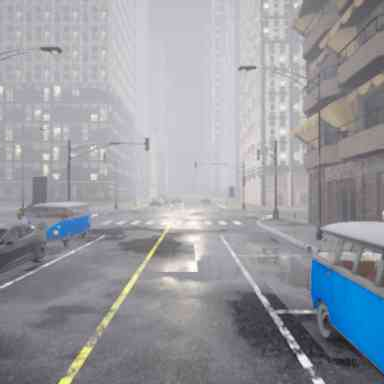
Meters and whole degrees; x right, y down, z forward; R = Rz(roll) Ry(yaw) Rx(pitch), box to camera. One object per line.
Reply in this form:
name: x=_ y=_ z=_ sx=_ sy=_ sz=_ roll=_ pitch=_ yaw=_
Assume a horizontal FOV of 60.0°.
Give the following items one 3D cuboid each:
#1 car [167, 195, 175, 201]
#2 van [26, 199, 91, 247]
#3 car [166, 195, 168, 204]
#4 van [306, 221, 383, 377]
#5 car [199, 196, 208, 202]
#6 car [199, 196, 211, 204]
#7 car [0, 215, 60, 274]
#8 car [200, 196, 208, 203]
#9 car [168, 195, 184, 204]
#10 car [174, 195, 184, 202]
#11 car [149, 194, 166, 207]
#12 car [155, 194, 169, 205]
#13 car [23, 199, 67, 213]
car: x=-5.681 y=1.636 z=91.994 sx=1.887 sy=1.381 sz=4.507 roll=1 pitch=0 yaw=0
van: x=-5.809 y=1.356 z=14.902 sx=1.690 sy=1.788 sz=3.998 roll=1 pitch=0 yaw=0
car: x=-5.680 y=1.640 z=58.543 sx=1.802 sy=1.307 sz=4.206 roll=1 pitch=0 yaw=0
van: x=2.708 y=1.345 z=3.875 sx=1.690 sy=1.788 sz=3.998 roll=1 pitch=0 yaw=0
car: x=2.700 y=1.647 z=80.914 sx=1.947 sy=1.339 sz=4.313 roll=1 pitch=0 yaw=0
car: x=2.700 y=1.646 z=64.181 sx=1.802 sy=1.307 sz=4.206 roll=1 pitch=0 yaw=0
car: x=-5.644 y=1.575 z=9.361 sx=1.947 sy=1.339 sz=4.313 roll=1 pitch=0 yaw=0
car: x=2.701 y=1.601 z=75.507 sx=1.752 sy=1.417 sz=4.829 roll=1 pitch=0 yaw=0
car: x=-3.028 y=1.540 z=63.589 sx=1.882 sy=1.535 sz=5.008 roll=0 pitch=0 yaw=1
car: x=-3.004 y=1.603 z=79.091 sx=2.128 sy=1.511 sz=4.902 roll=0 pitch=0 yaw=0
car: x=-5.676 y=1.492 z=52.968 sx=1.967 sy=1.590 sz=4.097 roll=1 pitch=0 yaw=0
car: x=-5.675 y=1.379 z=64.119 sx=2.192 sy=1.841 sz=5.009 roll=1 pitch=0 yaw=0
car: x=-16.493 y=1.535 z=37.548 sx=4.097 sy=1.590 sz=1.967 roll=0 pitch=-1 yaw=0
